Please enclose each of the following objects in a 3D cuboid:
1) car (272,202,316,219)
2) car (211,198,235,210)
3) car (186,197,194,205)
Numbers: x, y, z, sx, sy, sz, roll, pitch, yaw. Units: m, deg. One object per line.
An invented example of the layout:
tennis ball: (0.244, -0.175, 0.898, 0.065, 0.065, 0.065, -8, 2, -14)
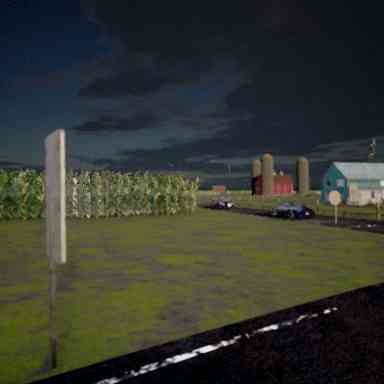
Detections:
car: (8.748, 1.571, 28.822, 1.994, 1.385, 4.181, -1, 0, -17)
car: (4.001, 1.523, 44.107, 2.128, 1.511, 4.902, -1, 0, -17)
car: (-0.825, 1.587, 59.922, 1.837, 1.490, 4.892, -1, 0, -17)
